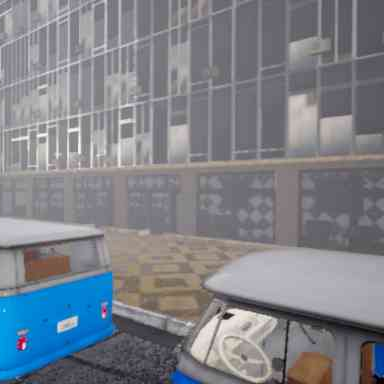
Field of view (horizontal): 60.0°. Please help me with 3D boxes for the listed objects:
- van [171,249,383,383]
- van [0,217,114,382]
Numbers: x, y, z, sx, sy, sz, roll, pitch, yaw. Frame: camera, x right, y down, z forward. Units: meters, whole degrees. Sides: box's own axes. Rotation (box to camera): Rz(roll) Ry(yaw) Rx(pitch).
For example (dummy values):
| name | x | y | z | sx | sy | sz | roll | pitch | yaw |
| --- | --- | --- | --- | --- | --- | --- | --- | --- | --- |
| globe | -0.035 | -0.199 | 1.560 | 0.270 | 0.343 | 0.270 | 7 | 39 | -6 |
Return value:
| name | x | y | z | sx | sy | sz | roll | pitch | yaw |
| --- | --- | --- | --- | --- | --- | --- | --- | --- | --- |
| van | 1.673 | 1.344 | 1.681 | 3.998 | 1.788 | 1.690 | 0 | 0 | 35 |
| van | -2.969 | 1.306 | 4.988 | 3.998 | 1.788 | 1.690 | 0 | 0 | 35 |
